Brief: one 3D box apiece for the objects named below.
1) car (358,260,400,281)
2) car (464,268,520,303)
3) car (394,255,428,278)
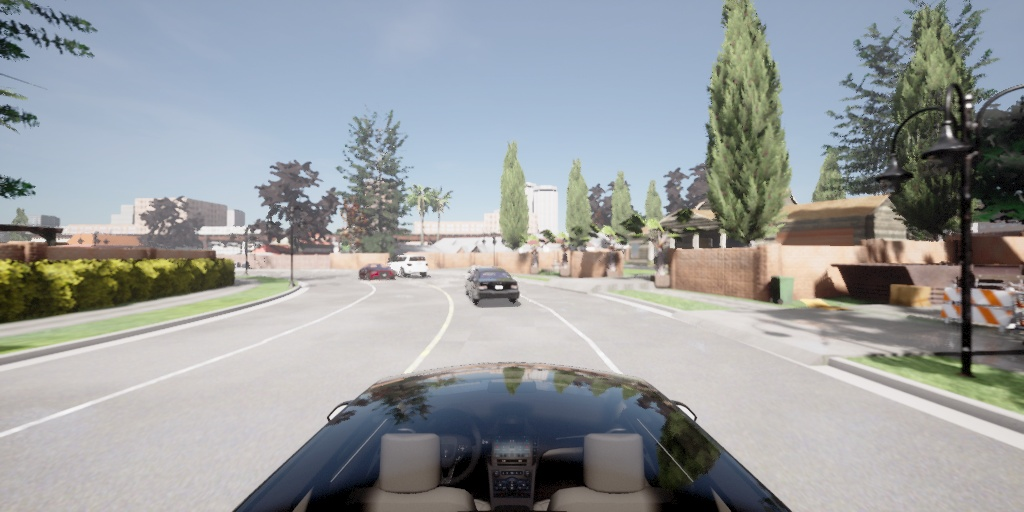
[{"bbox_3d":[-10.897,1.266,28.814,1.994,1.385,4.181,0,0,-37],"label":"car"},{"bbox_3d":[-1.045,1.240,16.178,2.033,1.411,5.357,0,0,-12],"label":"car"},{"bbox_3d":[-9.912,0.943,33.624,2.150,2.045,5.566,0,-1,-40],"label":"car"}]
